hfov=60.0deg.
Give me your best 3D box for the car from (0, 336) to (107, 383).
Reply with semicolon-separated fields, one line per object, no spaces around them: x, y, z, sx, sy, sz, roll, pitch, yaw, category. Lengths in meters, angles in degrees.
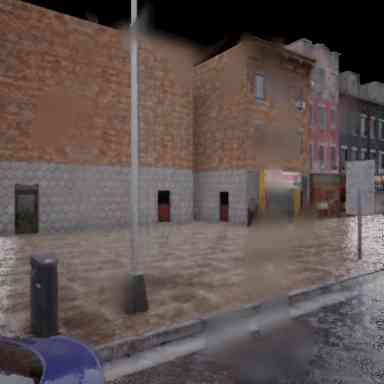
-2.554;1.532;1.238;4.674;1.442;1.812;0;0;-34;car
